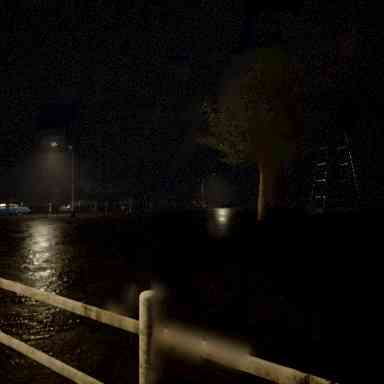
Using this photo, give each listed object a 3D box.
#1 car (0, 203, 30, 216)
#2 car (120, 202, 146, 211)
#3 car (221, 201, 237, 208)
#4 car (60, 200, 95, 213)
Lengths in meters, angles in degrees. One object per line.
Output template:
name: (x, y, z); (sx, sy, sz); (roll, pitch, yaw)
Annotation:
car: (-20.669, 1.950, 36.309); (2.033, 1.411, 5.357); (-2, -2, 35)
car: (-9.191, 2.258, 52.255); (1.812, 1.442, 4.674); (-2, -2, 36)
car: (7.734, 2.626, 69.478); (1.994, 1.385, 4.181); (-2, -2, 36)
car: (-15.129, 1.911, 44.015); (2.097, 1.767, 4.553); (-2, -2, 36)
